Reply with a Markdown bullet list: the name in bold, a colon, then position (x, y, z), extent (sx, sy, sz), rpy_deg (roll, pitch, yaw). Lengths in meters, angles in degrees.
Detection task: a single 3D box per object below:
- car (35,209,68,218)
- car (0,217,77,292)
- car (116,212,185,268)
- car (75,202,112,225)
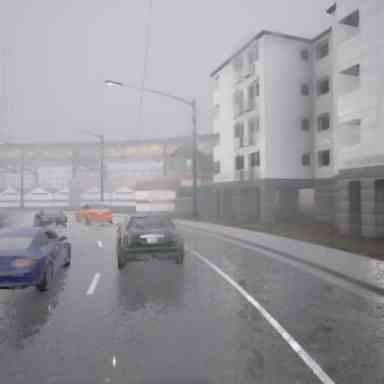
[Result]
- **car**: position (-10.856, 1.967, 25.400), extent (1.895, 1.301, 4.718), rpy_deg (0, -1, -30)
- **car**: position (-4.513, 1.662, 9.005), extent (1.812, 1.442, 4.674), rpy_deg (0, -1, -10)
- **car**: position (-1.668, 1.498, 12.143), extent (2.097, 1.767, 4.553), rpy_deg (0, 0, -13)
- **car**: position (-8.268, 1.720, 27.741), extent (2.097, 1.767, 4.553), rpy_deg (0, -1, -31)
